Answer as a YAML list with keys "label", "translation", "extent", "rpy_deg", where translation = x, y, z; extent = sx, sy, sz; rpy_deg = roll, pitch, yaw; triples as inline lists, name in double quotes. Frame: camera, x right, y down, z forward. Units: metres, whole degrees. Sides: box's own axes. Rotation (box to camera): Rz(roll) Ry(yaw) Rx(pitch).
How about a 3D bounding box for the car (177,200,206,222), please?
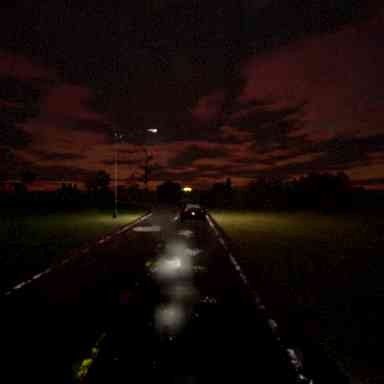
- label: "car"
  translation: [0.090, 1.578, 26.758]
  extent: [1.994, 1.385, 4.181]
  rpy_deg: [0, 0, 0]

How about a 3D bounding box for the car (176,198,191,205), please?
- label: "car"
  translation: [-0.872, 1.535, 42.895]
  extent: [1.812, 1.442, 4.674]
  rpy_deg: [0, 0, -8]
